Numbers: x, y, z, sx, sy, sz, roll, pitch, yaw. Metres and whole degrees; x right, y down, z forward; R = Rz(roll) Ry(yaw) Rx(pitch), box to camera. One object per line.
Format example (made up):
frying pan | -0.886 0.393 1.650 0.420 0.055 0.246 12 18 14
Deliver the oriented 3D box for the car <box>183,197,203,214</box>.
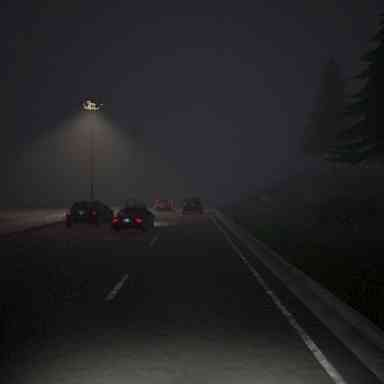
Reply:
car | 0.097 1.352 35.308 2.097 1.767 4.553 0 0 0

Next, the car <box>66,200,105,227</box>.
car | -6.900 1.352 22.856 2.097 1.767 4.553 0 0 0

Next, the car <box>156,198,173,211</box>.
car | -3.353 1.477 40.474 1.882 1.535 5.008 0 0 1

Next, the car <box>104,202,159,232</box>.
car | -3.400 1.547 19.887 2.033 1.411 5.357 0 0 0

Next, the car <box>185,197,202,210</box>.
car | 0.264 1.491 44.522 2.128 1.511 4.902 0 0 2

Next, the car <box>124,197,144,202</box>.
car | -6.859 1.352 39.741 2.097 1.767 4.553 0 0 1
